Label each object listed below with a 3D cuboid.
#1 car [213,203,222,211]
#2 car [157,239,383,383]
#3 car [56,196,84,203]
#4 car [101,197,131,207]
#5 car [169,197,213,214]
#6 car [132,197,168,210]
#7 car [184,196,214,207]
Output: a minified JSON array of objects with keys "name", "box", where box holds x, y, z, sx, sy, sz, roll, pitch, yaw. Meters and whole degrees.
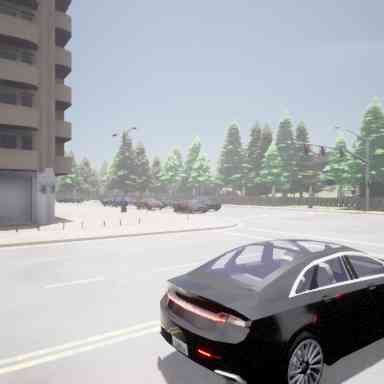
[{"name":"car","box":[1.321,1.545,38.541,1.895,1.301,4.718,0,0,-35]},{"name":"car","box":[1.847,1.491,5.103,4.902,1.511,2.128,0,0,-35]},{"name":"car","box":[-24.030,1.492,65.580,5.357,1.411,2.033,0,0,15]},{"name":"car","box":[-11.642,1.545,49.934,1.895,1.301,4.718,0,0,-45]},{"name":"car","box":[-0.168,1.508,34.521,1.994,1.385,4.181,0,0,-35]},{"name":"car","box":[-5.377,1.470,41.942,1.812,1.442,4.674,0,0,-36]},{"name":"car","box":[0.993,1.436,51.469,2.128,1.511,4.902,0,0,-37]}]
